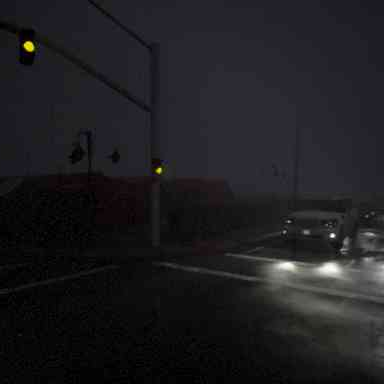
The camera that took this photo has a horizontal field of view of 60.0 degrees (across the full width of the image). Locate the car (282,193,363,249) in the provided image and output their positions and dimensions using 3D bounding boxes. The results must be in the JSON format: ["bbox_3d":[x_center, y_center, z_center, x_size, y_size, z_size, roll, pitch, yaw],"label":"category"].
[{"bbox_3d":[5.940,1.193,14.975,2.150,2.045,5.566,0,0,35],"label":"car"}]

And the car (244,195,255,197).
[{"bbox_3d":[9.194,1.222,57.381,4.605,1.855,1.932,0,0,35],"label":"car"}]

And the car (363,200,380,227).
[{"bbox_3d":[11.500,1.504,22.859,1.812,1.442,4.674,0,0,35],"label":"car"}]

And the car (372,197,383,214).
[{"bbox_3d":[19.076,1.341,33.689,2.097,1.767,4.553,0,0,35],"label":"car"}]
